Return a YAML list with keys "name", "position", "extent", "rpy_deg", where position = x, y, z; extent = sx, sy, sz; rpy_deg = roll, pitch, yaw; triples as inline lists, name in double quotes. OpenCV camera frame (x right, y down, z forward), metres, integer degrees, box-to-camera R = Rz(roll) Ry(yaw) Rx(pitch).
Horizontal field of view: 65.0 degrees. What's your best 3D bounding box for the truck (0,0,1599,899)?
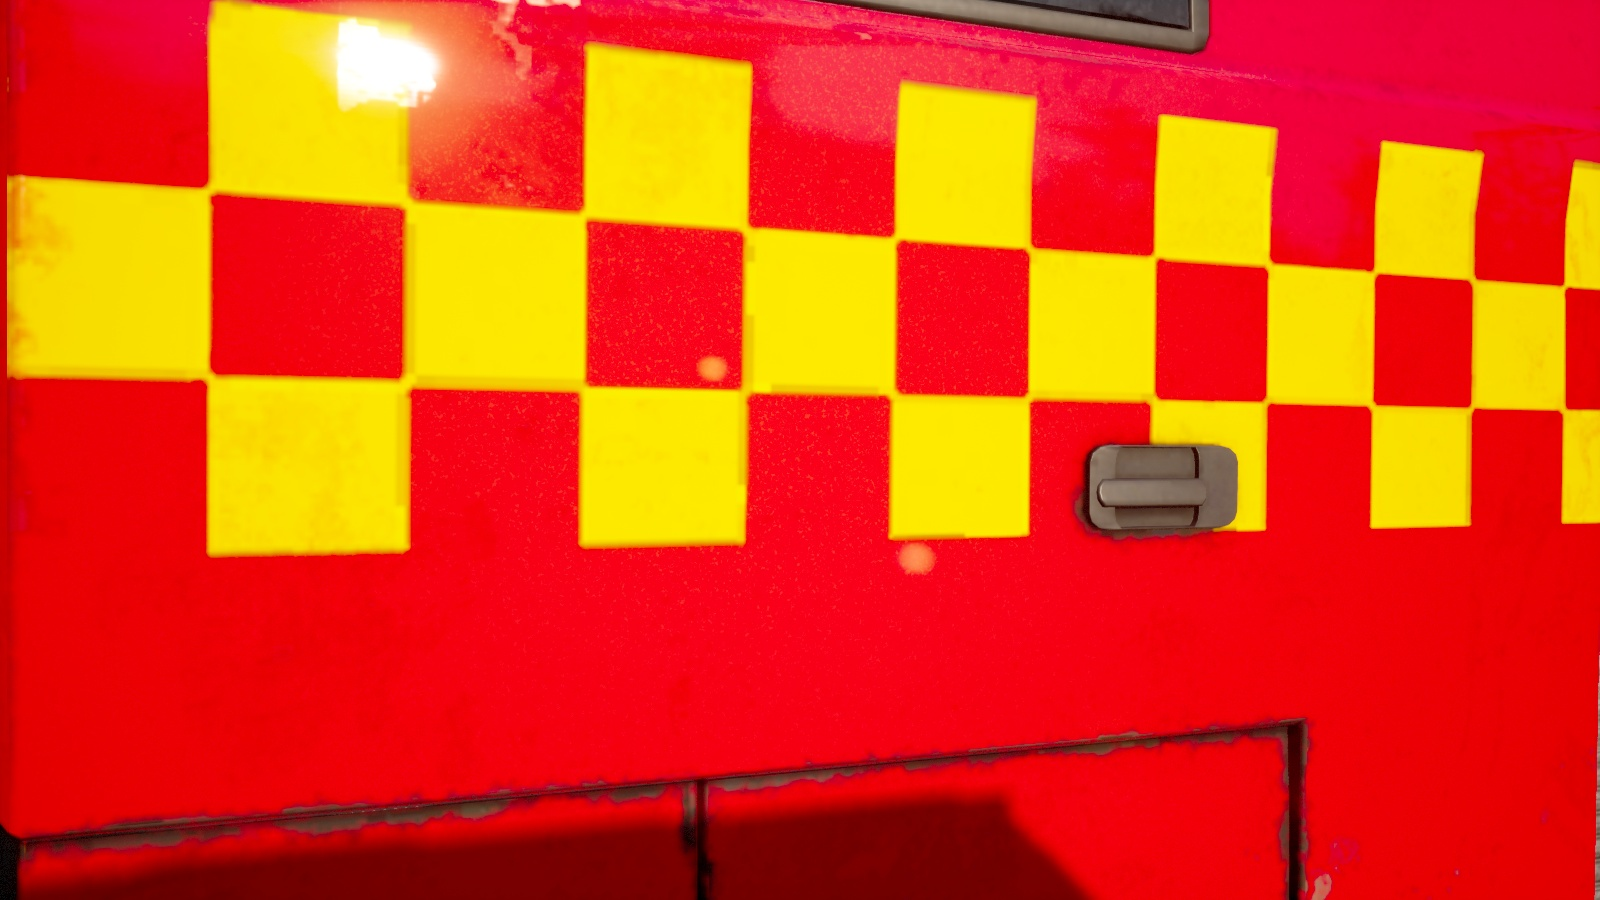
- name: "truck"
  position: [0.048, -0.420, 3.242]
  extent: [8.468, 3.827, 2.891]
  rpy_deg: [-1, 1, -21]
